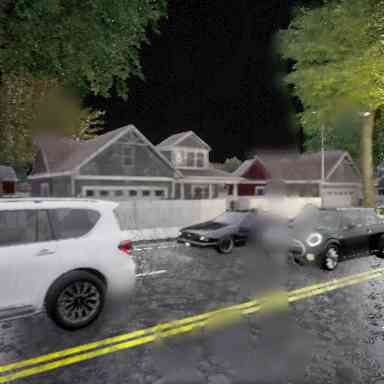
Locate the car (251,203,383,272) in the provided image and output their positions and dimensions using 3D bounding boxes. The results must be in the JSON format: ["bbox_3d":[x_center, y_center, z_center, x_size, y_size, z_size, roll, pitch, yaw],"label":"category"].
[{"bbox_3d":[4.383,1.267,10.644,4.553,1.767,2.097,0,1,-35],"label":"car"}]

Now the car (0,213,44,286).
[{"bbox_3d":[-6.103,1.370,7.364,4.892,1.490,1.837,0,1,-35],"label":"car"}]

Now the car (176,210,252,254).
[{"bbox_3d":[2.051,1.417,12.989,5.357,1.411,2.033,0,1,-34],"label":"car"}]

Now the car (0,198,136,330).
[{"bbox_3d":[-3.613,1.131,5.157,5.566,2.045,2.150,0,1,-36],"label":"car"}]
